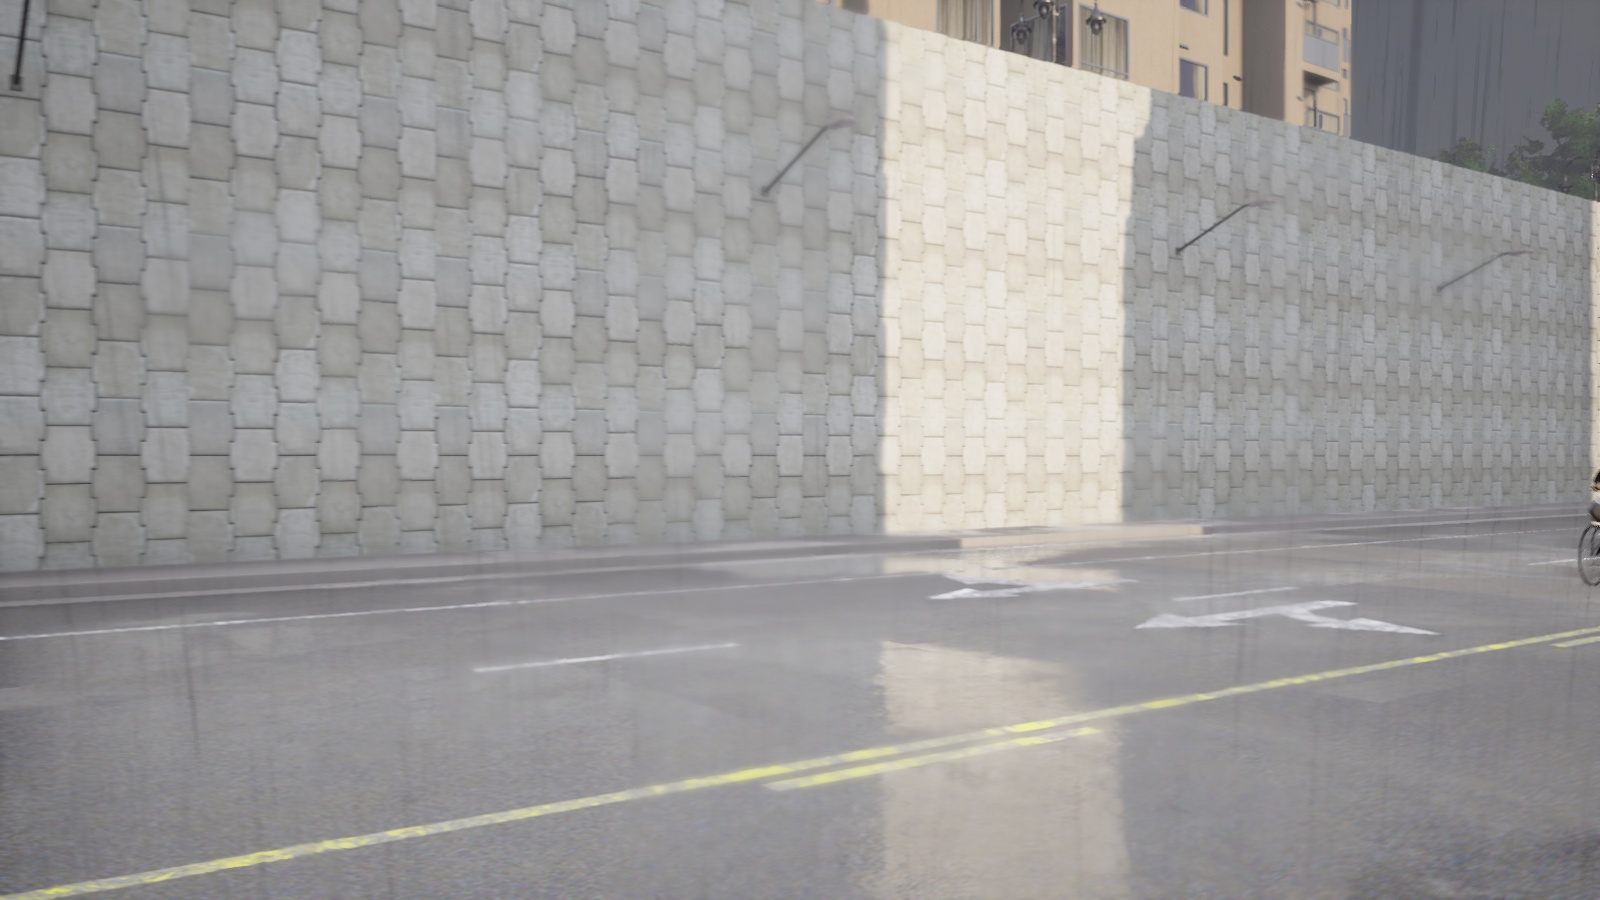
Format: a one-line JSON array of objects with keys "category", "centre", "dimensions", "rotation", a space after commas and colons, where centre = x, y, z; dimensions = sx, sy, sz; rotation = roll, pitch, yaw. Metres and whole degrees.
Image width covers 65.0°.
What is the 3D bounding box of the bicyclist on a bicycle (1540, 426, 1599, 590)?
[{"category": "bicyclist on a bicycle", "centre": [9.260, 0.631, 14.369], "dimensions": [1.843, 1.776, 0.659], "rotation": [0, 0, -35]}]
